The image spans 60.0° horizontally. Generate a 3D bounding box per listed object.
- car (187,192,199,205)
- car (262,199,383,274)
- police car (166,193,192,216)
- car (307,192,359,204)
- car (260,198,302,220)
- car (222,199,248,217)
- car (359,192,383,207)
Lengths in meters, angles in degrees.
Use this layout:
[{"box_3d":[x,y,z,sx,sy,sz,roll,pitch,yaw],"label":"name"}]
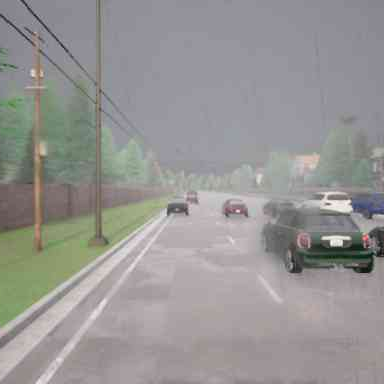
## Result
[{"box_3d":[0.030,1.116,49.866,1.882,1.535,5.008,0,0,0],"label":"car"},{"box_3d":[3.603,1.276,10.415,2.097,1.767,4.553,0,0,0],"label":"car"},{"box_3d":[-1.215,1.208,29.966,1.930,1.638,5.238,0,0,0],"label":"police car"},{"box_3d":[10.610,1.029,26.462,2.150,2.045,5.566,0,0,0],"label":"car"},{"box_3d":[7.109,1.293,27.249,2.128,1.511,4.902,0,0,0],"label":"car"},{"box_3d":[3.596,1.320,28.292,1.812,1.442,4.674,0,0,0],"label":"car"},{"box_3d":[14.109,1.029,26.411,2.150,2.045,5.566,0,0,0],"label":"car"}]
